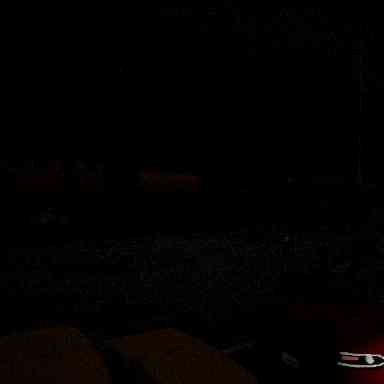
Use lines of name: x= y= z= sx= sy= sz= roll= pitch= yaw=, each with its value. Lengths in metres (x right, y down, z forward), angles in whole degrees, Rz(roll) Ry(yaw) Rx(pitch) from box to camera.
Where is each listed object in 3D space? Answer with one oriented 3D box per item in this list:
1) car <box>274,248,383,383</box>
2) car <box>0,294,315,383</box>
car: x=2.877 y=1.558 z=4.852 sx=4.507 sy=1.381 sz=1.887 roll=0 pitch=0 yaw=-35
car: x=-1.641 y=1.524 z=1.629 sx=4.829 sy=1.417 sz=1.752 roll=0 pitch=0 yaw=-35
